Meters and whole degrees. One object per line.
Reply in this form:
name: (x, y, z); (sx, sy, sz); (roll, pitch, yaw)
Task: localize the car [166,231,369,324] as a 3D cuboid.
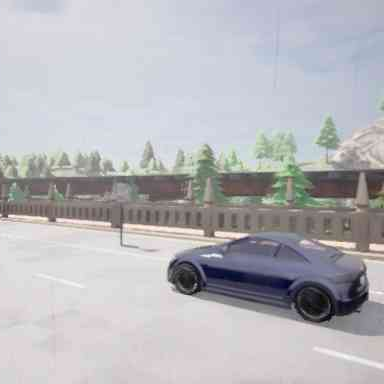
car: (1.467, 1.553, 7.220); (4.181, 1.385, 1.994); (0, 0, 36)
